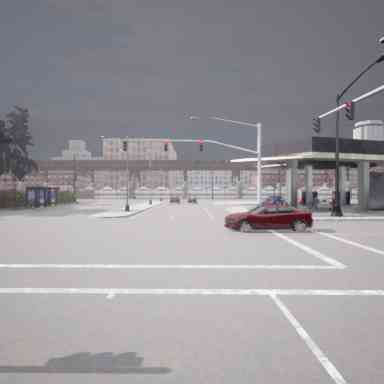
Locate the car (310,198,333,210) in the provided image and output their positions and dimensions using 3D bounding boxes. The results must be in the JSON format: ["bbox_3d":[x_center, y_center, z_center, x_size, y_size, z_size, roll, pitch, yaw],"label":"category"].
[{"bbox_3d":[15.480,1.456,40.442,1.970,1.475,3.806,0,0,0],"label":"car"}]

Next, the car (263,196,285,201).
[{"bbox_3d":[9.735,1.295,39.683,2.242,1.667,4.611,0,0,0],"label":"car"}]

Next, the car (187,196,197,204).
[{"bbox_3d":[0.040,1.547,64.364,2.033,1.411,5.357,0,0,0],"label":"car"}]

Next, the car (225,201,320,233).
[{"bbox_3d":[4.355,1.477,19.015,5.008,1.535,1.882,0,0,-5],"label":"car"}]

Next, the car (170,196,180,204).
[{"bbox_3d":[-3.358,1.491,66.287,2.128,1.511,4.902,0,0,0],"label":"car"}]
